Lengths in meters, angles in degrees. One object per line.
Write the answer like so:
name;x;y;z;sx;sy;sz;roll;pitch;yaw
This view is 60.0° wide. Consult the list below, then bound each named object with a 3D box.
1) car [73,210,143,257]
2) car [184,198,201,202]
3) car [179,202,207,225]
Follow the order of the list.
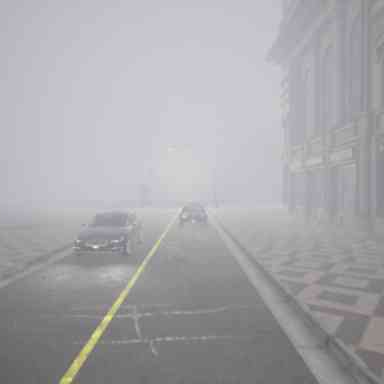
car;-3.102;1.527;13.126;1.837;1.490;4.892;0;0;0
car;0.080;1.530;40.591;2.128;1.511;4.902;0;0;0
car;0.091;1.633;24.091;1.895;1.301;4.718;0;0;0
